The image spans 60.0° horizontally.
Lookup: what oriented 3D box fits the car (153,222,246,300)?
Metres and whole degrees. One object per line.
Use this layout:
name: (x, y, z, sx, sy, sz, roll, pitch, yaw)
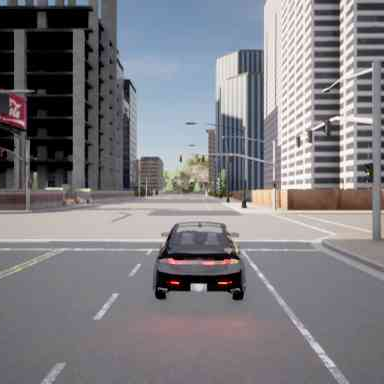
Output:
car: (0.199, 1.488, 8.365, 2.128, 1.511, 4.902, 0, 0, 2)
